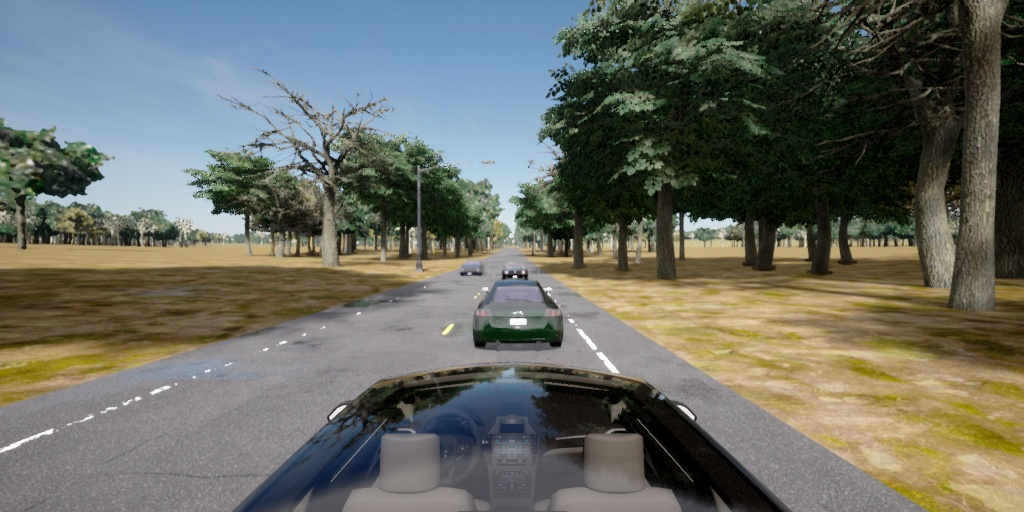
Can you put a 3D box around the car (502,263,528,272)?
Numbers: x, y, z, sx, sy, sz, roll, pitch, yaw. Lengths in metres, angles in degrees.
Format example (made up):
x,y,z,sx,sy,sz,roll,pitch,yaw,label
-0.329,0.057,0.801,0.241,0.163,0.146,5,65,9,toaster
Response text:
x,y,z,sx,sy,sz,roll,pitch,yaw,label
0.225,1.146,27.172,1.895,1.301,4.718,0,1,0,car

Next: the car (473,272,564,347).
x,y,z,sx,sy,sz,roll,pitch,yaw,label
0.135,1.290,9.247,1.994,1.385,4.181,0,0,0,car

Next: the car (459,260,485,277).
x,y,z,sx,sy,sz,roll,pitch,yaw,label
-3.452,1.040,31.991,2.033,1.411,5.357,0,1,0,car
